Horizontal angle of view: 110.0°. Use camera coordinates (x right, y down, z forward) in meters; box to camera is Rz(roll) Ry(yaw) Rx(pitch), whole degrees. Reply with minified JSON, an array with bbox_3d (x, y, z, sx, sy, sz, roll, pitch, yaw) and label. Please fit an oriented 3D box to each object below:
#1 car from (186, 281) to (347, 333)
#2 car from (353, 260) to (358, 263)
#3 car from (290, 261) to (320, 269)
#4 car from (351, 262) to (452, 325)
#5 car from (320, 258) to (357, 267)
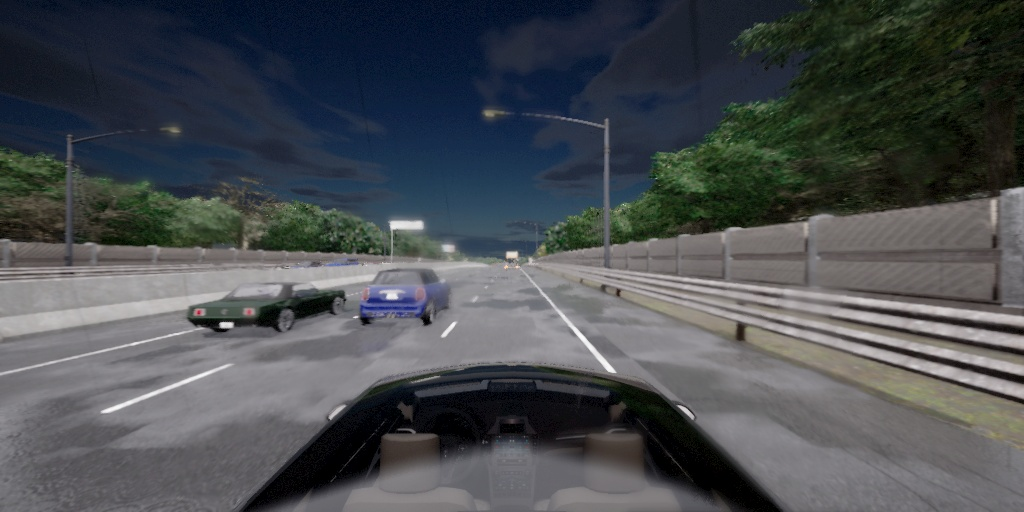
[{"bbox_3d":[-6.899,1.405,10.902,1.895,1.301,4.718,0,0,0],"label":"car"},{"bbox_3d":[-17.541,1.553,44.968,1.882,1.535,5.008,0,0,1],"label":"car"},{"bbox_3d":[-24.542,1.408,43.012,2.097,1.767,4.553,0,-1,0],"label":"car"},{"bbox_3d":[-3.398,1.164,12.301,2.097,1.767,4.553,0,0,0],"label":"car"},{"bbox_3d":[-21.036,1.290,44.680,2.150,2.045,5.566,0,0,1],"label":"car"}]
